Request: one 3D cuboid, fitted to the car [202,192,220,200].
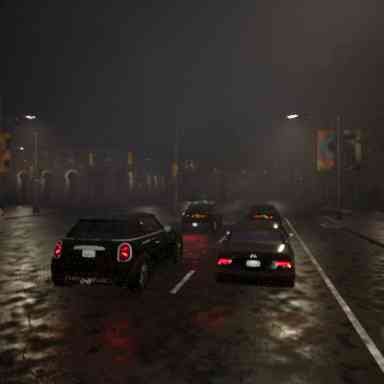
[{"bbox_3d":[4.148,1.311,71.736,2.033,1.411,5.357,0,0,13],"label":"car"}]

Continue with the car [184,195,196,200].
[{"bbox_3d":[-0.478,1.338,81.872,1.895,1.301,4.718,0,0,13],"label":"car"}]

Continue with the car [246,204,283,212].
[{"bbox_3d":[4.133,1.441,19.107,1.837,1.490,4.892,0,0,13],"label":"car"}]

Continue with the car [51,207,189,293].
[{"bbox_3d":[-1.717,1.324,9.120,2.097,1.767,4.553,0,0,13],"label":"car"}]

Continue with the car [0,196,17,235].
[{"bbox_3d":[-9.441,1.191,12.072,2.150,2.045,5.566,0,0,13],"label":"car"}]

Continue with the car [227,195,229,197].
[{"bbox_3d":[9.395,1.246,94.924,1.994,1.385,4.181,0,0,13],"label":"car"}]

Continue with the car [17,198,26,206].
[{"bbox_3d":[-27.307,1.370,49.875,4.892,1.490,1.837,0,0,13],"label":"car"}]

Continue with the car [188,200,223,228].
[{"bbox_3d":[0.683,1.442,19.735,1.837,1.490,4.892,0,0,13],"label":"car"}]

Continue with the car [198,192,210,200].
[{"bbox_3d":[3.030,0.963,82.654,2.150,2.045,5.566,0,0,13],"label":"car"}]

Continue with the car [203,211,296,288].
[{"bbox_3d":[1.845,1.516,9.310,2.033,1.411,5.357,0,0,13],"label":"car"}]

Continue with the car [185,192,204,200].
[{"bbox_3d":[0.724,0.997,72.460,2.150,2.045,5.566,0,0,13],"label":"car"}]

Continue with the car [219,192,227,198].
[{"bbox_3d":[6.518,0.961,82.208,2.150,2.045,5.566,0,0,13],"label":"car"}]
